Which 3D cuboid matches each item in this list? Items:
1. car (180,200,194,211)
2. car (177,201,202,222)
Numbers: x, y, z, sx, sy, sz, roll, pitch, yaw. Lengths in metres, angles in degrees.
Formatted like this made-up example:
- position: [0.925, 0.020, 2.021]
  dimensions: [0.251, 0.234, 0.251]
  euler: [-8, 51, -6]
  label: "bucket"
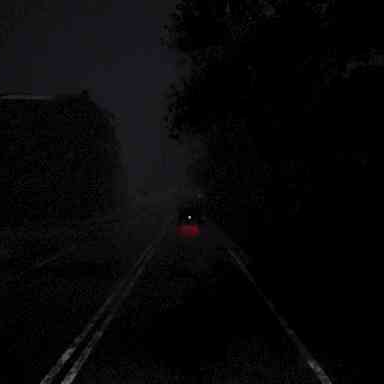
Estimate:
- position: [-0.820, 1.905, 47.668]
  dimensions: [1.895, 1.301, 4.718]
  euler: [0, 0, -2]
  label: "car"
- position: [-0.243, 1.756, 28.639]
  dimensions: [1.837, 1.490, 4.892]
  euler: [0, 0, -1]
  label: "car"
